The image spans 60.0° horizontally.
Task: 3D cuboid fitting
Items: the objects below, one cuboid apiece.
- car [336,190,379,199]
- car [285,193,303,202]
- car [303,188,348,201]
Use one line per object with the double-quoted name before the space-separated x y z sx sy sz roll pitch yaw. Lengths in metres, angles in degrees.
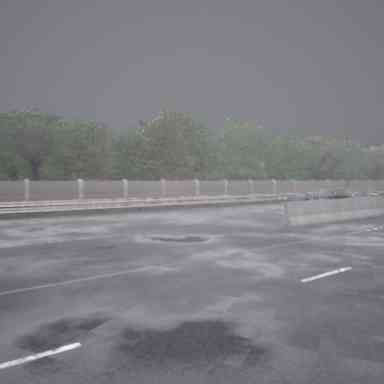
"car" 17.130 0.828 33.390 4.902 1.511 2.128 -1 1 -35
"car" 13.310 0.857 39.231 5.357 1.411 2.033 0 2 -35
"car" 15.045 0.561 36.201 5.566 2.045 2.150 -1 1 -35
